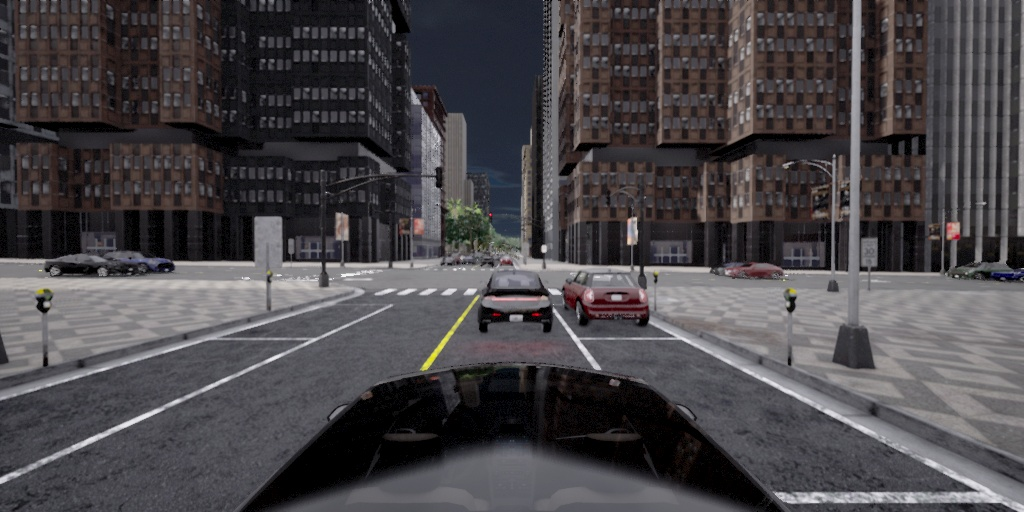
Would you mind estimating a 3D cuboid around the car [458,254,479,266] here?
[{"bbox_3d":[-6.662,0.735,55.624,2.033,1.411,5.357,0,0,0],"label":"car"}]

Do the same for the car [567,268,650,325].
[{"bbox_3d":[2.727,1.087,11.314,1.967,1.591,4.097,0,0,0],"label":"car"}]

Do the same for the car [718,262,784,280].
[{"bbox_3d":[21.213,1.291,31.514,4.674,1.442,1.812,1,1,-1],"label":"car"}]

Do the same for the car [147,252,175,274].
[{"bbox_3d":[-28.817,0.445,27.579,4.553,1.767,2.097,1,1,0],"label":"car"}]

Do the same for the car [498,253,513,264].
[{"bbox_3d":[-0.798,0.653,52.690,1.967,1.591,4.097,0,0,-1],"label":"car"}]

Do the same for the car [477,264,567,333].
[{"bbox_3d":[0.070,1.148,10.418,2.128,1.511,4.902,0,1,-1],"label":"car"}]

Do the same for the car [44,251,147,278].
[{"bbox_3d":[-28.396,0.615,24.334,5.008,1.535,1.882,1,1,-1],"label":"car"}]

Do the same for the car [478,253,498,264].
[{"bbox_3d":[-3.436,0.724,52.010,1.837,1.490,4.892,0,0,-1],"label":"car"}]

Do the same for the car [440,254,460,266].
[{"bbox_3d":[-9.323,0.779,52.605,1.948,1.339,4.313,0,0,-1],"label":"car"}]

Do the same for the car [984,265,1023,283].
[{"bbox_3d":[45.601,1.725,31.685,4.718,1.301,1.895,1,1,0],"label":"car"}]

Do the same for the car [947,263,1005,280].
[{"bbox_3d":[45.610,1.437,34.934,4.553,1.767,2.097,1,1,0],"label":"car"}]

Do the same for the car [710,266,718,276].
[{"bbox_3d":[21.583,1.296,34.767,4.181,1.385,1.994,1,1,-1],"label":"car"}]
